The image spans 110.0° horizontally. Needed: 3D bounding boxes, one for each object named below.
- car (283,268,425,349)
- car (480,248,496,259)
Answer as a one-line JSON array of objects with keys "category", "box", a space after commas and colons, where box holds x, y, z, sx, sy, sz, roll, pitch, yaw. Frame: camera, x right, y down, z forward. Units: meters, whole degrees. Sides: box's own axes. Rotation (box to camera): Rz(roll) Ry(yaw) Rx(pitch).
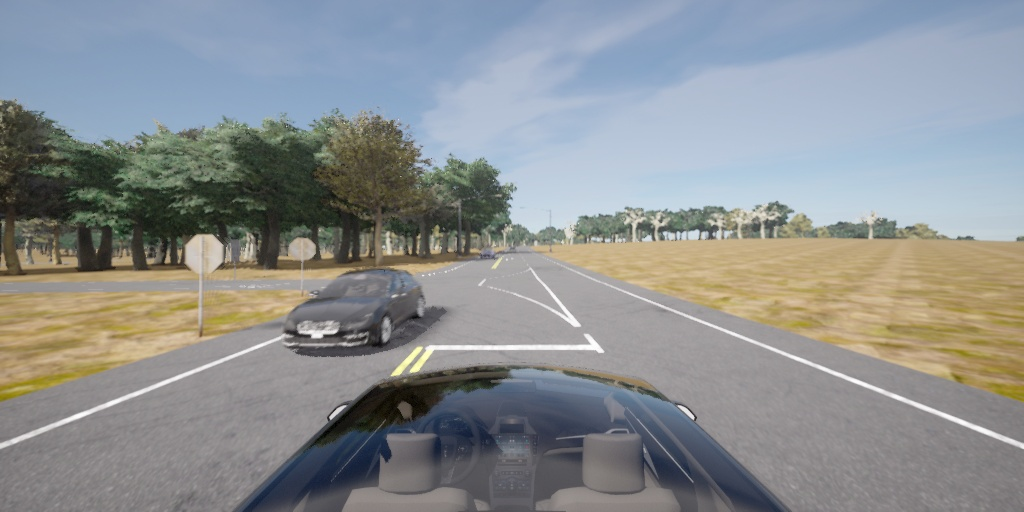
[{"category": "car", "box": [-3.502, 1.109, 8.865, 1.837, 1.490, 4.892, 0, 2, 0]}, {"category": "car", "box": [-3.597, -0.434, 53.875, 2.097, 1.767, 4.553, 0, 2, 0]}]
